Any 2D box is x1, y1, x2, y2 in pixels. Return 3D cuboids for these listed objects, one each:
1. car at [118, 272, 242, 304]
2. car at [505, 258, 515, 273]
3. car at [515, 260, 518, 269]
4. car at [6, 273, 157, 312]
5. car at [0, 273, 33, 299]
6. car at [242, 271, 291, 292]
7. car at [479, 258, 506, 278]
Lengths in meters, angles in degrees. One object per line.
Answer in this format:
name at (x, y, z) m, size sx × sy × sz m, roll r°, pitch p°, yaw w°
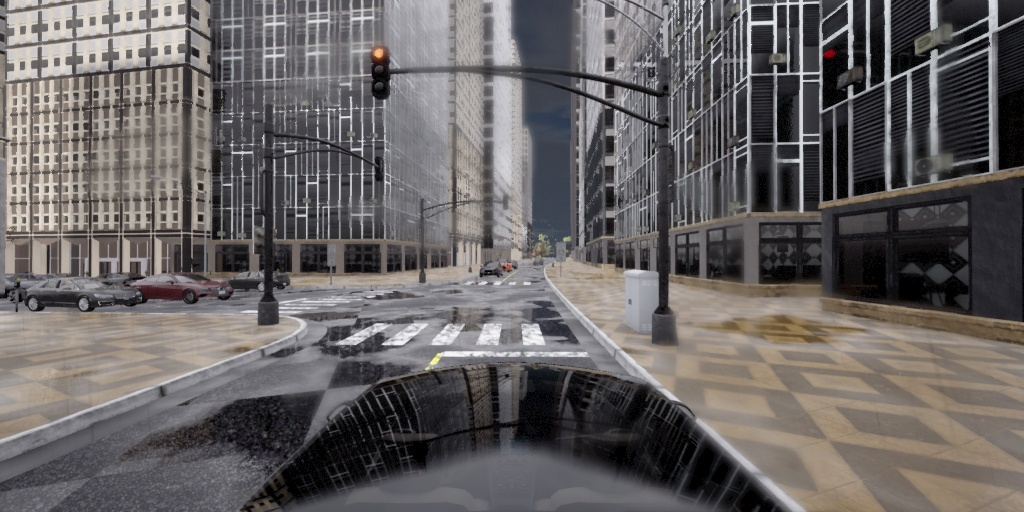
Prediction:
car at (-16.162, 1.527, 17.513) m, size 4.674 × 1.442 × 1.812 m, roll -1°, pitch 0°, yaw 9°
car at (-1.166, 1.072, 43.749) m, size 2.097 × 1.767 × 4.553 m, roll 0°, pitch 0°, yaw 5°
car at (-0.146, 1.250, 54.291) m, size 2.033 × 1.411 × 5.357 m, roll 0°, pitch 0°, yaw 6°
car at (-18.121, 1.566, 15.197) m, size 4.403 × 1.370 × 2.007 m, roll 0°, pitch 0°, yaw 9°
car at (-26.394, 1.675, 19.141) m, size 4.902 × 1.511 × 2.128 m, roll -1°, pitch 0°, yaw 9°
car at (-16.806, 1.609, 23.474) m, size 4.403 × 1.370 × 2.007 m, roll 0°, pitch 0°, yaw 9°
car at (-1.911, 1.237, 34.170) m, size 1.837 × 1.490 × 4.892 m, roll 0°, pitch 0°, yaw 4°
